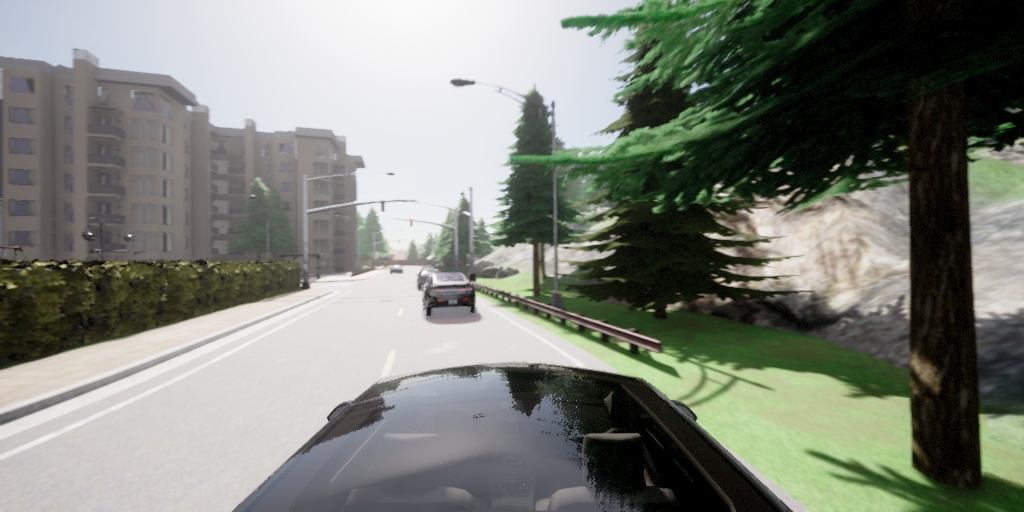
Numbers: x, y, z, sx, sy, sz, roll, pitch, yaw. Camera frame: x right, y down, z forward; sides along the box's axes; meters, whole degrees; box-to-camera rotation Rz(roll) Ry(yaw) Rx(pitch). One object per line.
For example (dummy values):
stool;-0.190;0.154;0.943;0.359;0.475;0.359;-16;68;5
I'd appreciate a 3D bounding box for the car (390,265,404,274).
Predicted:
car;-18.281;2.152;56.976;1.994;1.385;4.181;-1;-1;-15

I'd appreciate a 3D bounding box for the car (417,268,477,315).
car;-2.661;1.412;14.659;2.128;1.511;4.902;-1;-1;-15
